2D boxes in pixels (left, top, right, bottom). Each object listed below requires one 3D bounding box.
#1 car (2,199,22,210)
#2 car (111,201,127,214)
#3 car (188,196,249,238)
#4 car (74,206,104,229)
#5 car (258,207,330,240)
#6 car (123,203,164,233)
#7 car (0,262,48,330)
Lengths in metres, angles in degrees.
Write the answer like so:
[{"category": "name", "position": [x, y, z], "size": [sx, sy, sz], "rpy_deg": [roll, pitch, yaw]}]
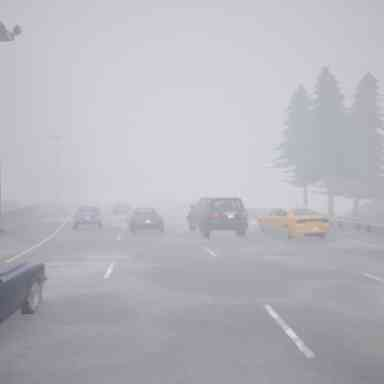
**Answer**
[{"category": "car", "position": [-26.343, 1.830, 48.795], "size": [1.837, 1.490, 4.892], "rpy_deg": [0, 0, -17]}, {"category": "car", "position": [-8.085, 1.724, 37.910], "size": [1.994, 1.385, 4.181], "rpy_deg": [0, 0, -17]}, {"category": "car", "position": [1.264, 1.260, 18.291], "size": [2.150, 2.045, 5.566], "rpy_deg": [0, 0, -12]}, {"category": "car", "position": [-7.126, 1.662, 22.961], "size": [2.033, 1.411, 5.357], "rpy_deg": [0, 0, -16]}, {"category": "car", "position": [5.016, 1.485, 17.140], "size": [1.882, 1.535, 5.008], "rpy_deg": [0, 0, -11]}, {"category": "car", "position": [-2.968, 1.641, 20.652], "size": [1.994, 1.385, 4.181], "rpy_deg": [0, 0, -14]}, {"category": "car", "position": [-3.748, 1.642, 4.669], "size": [1.895, 1.301, 4.718], "rpy_deg": [0, 0, -4]}]
